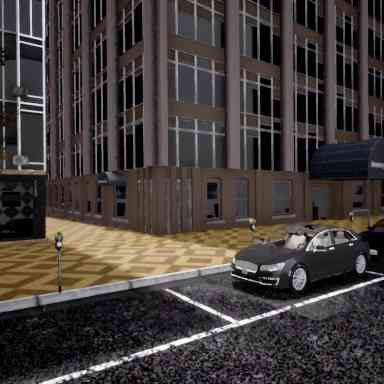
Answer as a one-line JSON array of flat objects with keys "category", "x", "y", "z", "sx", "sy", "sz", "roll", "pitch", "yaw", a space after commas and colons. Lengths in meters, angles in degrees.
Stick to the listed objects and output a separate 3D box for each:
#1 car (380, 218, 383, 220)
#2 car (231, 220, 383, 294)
[{"category": "car", "x": 7.577, "y": 1.563, "z": 11.988, "sx": 4.313, "sy": 1.339, "sz": 1.947, "roll": 0, "pitch": -1, "yaw": -36}, {"category": "car", "x": 2.952, "y": 1.549, "z": 8.684, "sx": 4.403, "sy": 1.369, "sz": 2.008, "roll": 0, "pitch": -1, "yaw": -36}]
